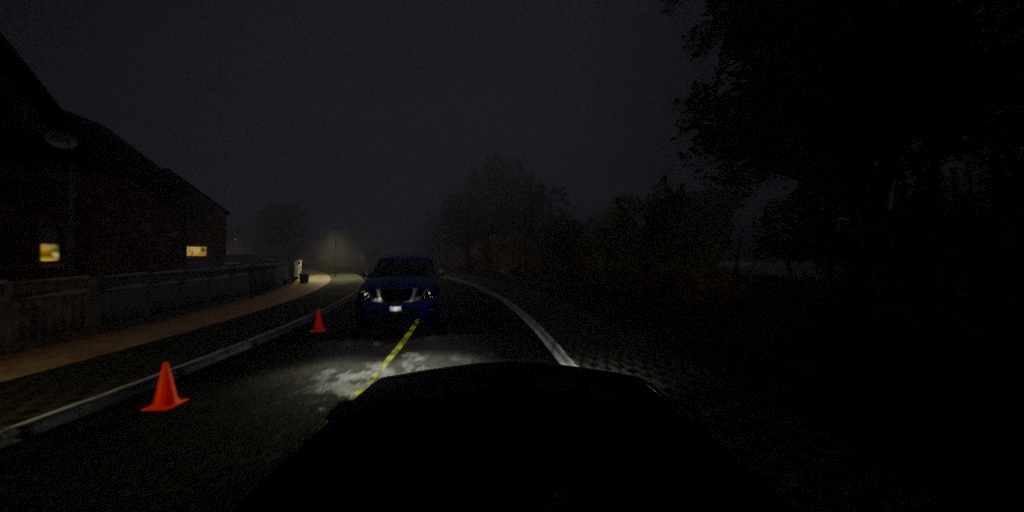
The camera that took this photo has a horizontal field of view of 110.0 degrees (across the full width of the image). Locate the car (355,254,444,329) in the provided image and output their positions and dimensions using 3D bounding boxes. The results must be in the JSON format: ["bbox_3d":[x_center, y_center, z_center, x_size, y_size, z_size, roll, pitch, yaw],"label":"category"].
[{"bbox_3d":[-3.431,0.959,11.737,2.150,2.045,5.566,0,0,-11],"label":"car"}]

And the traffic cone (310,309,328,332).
[{"bbox_3d":[-5.194,1.714,9.648,0.340,0.580,0.340,0,0,-8],"label":"traffic cone"}]

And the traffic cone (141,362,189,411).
[{"bbox_3d":[-4.696,1.733,4.866,0.340,0.580,0.340,0,0,-4],"label":"traffic cone"}]
